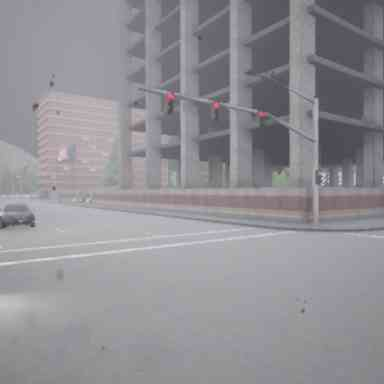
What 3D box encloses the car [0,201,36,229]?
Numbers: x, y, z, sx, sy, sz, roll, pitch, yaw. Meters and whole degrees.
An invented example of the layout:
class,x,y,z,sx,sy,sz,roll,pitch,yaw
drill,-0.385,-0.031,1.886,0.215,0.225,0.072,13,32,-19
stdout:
class,x,y,z,sx,sy,sz,roll,pitch,yaw
car,-11.507,1.497,21.664,1.837,1.490,4.892,0,0,-35
